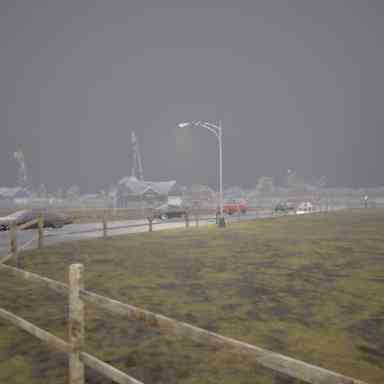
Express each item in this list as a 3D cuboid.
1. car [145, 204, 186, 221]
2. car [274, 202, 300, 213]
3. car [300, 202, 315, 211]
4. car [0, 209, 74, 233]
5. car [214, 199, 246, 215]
[{"bbox_3d":[-2.469,1.960,32.081,1.837,1.490,4.892,-2,-3,36],"label":"car"},{"bbox_3d":[13.429,2.244,47.932,1.837,1.490,4.892,-2,-2,36],"label":"car"},{"bbox_3d":[19.449,2.455,56.335,1.812,1.442,4.674,-2,-2,36],"label":"car"},{"bbox_3d":[-10.179,1.782,21.053,2.033,1.411,5.357,-2,-2,33],"label":"car"},{"bbox_3d":[4.961,1.892,42.463,2.150,2.045,5.566,-2,-2,36],"label":"car"}]
